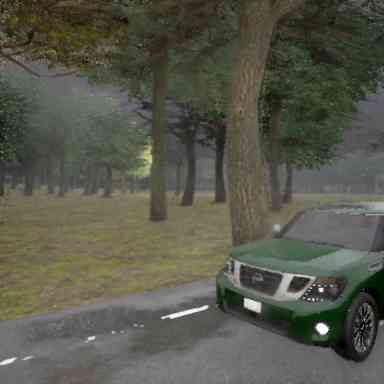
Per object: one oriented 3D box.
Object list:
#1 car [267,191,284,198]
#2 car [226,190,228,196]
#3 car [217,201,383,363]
[{"bbox_3d":[18.083,0.458,70.203,2.128,1.511,4.902,2,0,-38],"label":"car"},{"bbox_3d":[9.200,0.179,81.772,1.882,1.535,5.008,2,-1,-38],"label":"car"},{"bbox_3d":[3.025,1.226,6.288,5.566,2.045,2.150,0,0,-38],"label":"car"}]
